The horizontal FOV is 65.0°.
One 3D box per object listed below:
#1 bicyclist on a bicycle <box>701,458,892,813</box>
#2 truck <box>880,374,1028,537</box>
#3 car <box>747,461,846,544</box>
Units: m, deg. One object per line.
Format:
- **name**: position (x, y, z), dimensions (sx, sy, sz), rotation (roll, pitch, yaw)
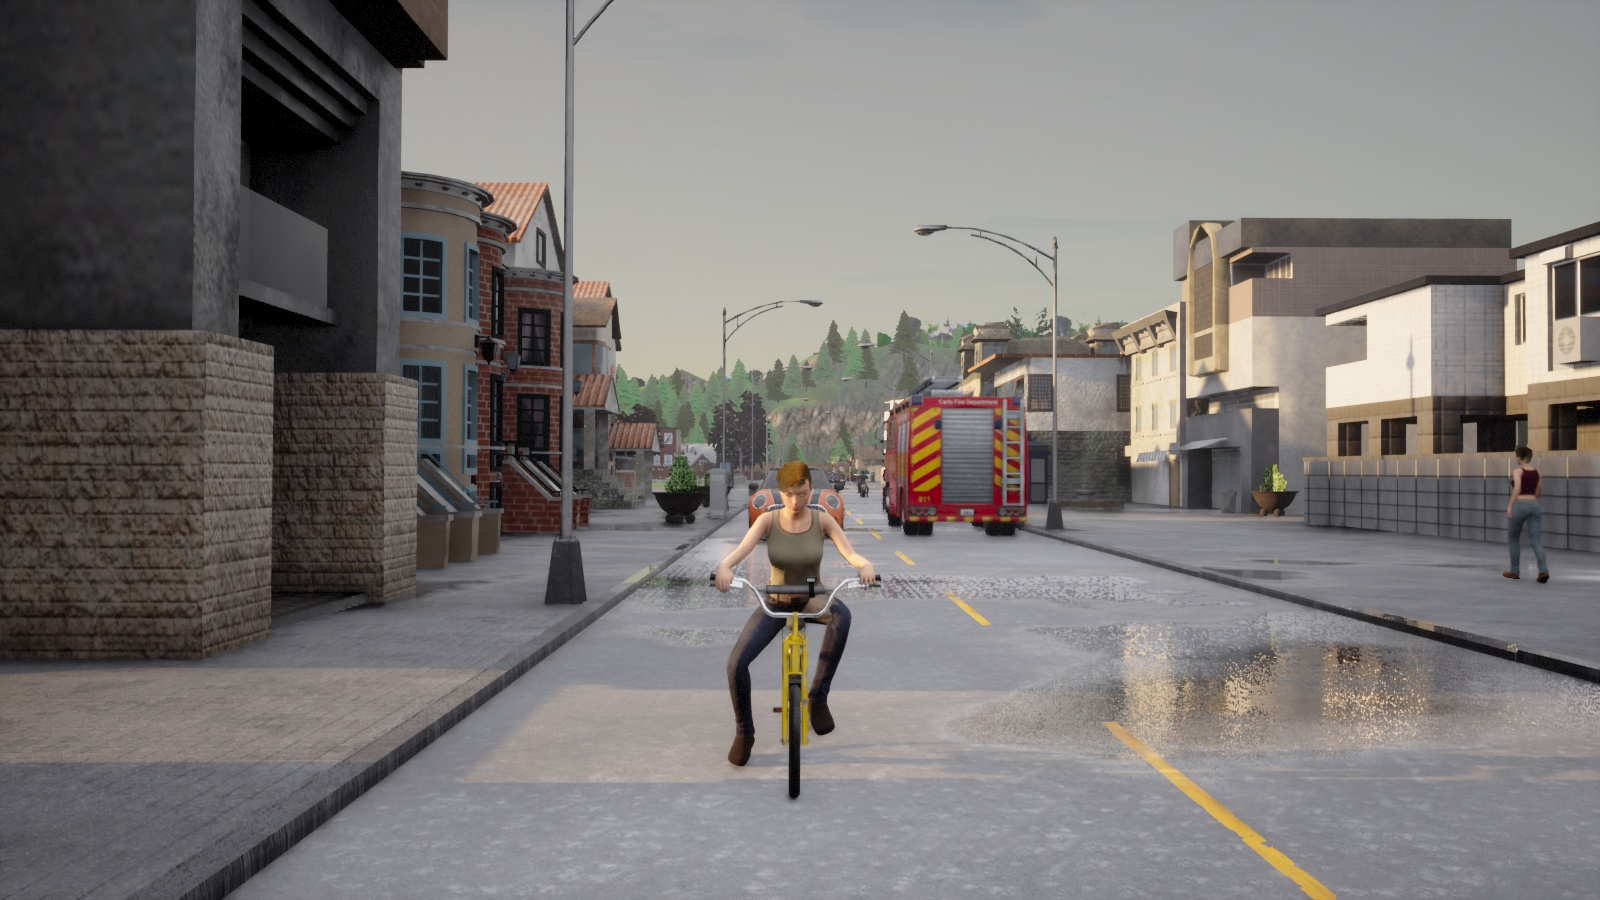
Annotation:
- **bicyclist on a bicycle**: position (-0.018, 0.859, 6.494), dimensions (0.866, 1.612, 1.509), rotation (0, -1, 0)
- **truck**: position (3.905, 0.197, 33.822), dimensions (2.891, 3.827, 8.468), rotation (0, -1, 0)
- **car**: position (-0.078, 1.156, 28.954), dimensions (2.097, 1.767, 4.553), rotation (0, -1, 0)
